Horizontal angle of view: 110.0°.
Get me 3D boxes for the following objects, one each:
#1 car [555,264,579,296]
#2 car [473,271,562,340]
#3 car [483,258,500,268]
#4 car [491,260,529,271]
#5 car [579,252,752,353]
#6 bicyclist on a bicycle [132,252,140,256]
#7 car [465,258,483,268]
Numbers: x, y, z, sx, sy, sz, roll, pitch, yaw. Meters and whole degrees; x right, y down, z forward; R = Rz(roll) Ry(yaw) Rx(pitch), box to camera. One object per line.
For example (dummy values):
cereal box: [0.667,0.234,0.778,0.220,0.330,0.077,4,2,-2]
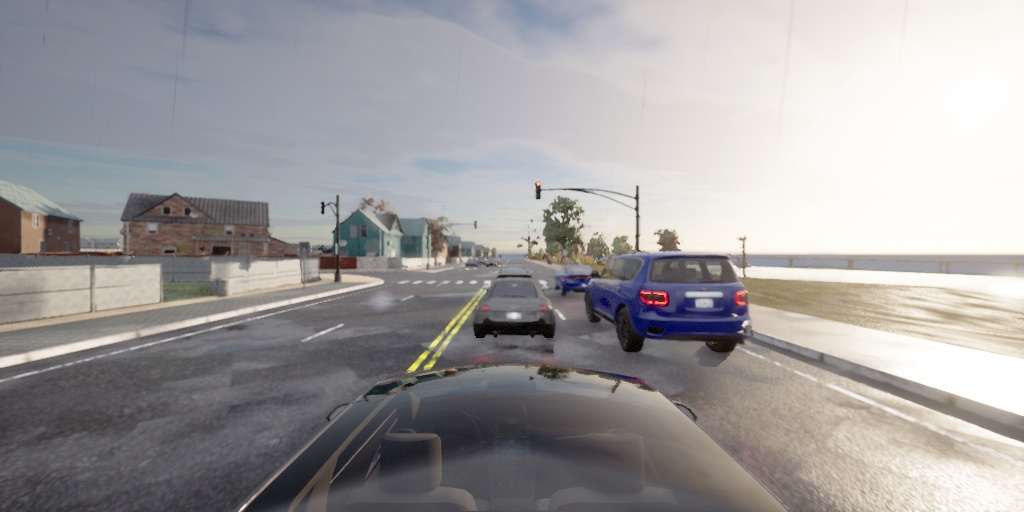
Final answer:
car: [3.358,1.186,18.850,1.882,1.535,5.008,0,0,1]
car: [0.090,1.293,9.962,1.994,1.385,4.181,0,0,1]
car: [-3.283,1.151,59.068,1.837,1.490,4.892,0,0,0]
car: [0.108,1.186,19.008,1.882,1.535,5.008,0,0,0]
car: [3.349,0.947,8.913,2.150,2.045,5.566,0,-1,0]
bicyclist on a bicycle: [-29.601,0.479,28.190,0.582,1.620,1.656,1,0,-35]
car: [-6.528,1.193,59.009,2.033,1.411,5.357,0,0,1]
